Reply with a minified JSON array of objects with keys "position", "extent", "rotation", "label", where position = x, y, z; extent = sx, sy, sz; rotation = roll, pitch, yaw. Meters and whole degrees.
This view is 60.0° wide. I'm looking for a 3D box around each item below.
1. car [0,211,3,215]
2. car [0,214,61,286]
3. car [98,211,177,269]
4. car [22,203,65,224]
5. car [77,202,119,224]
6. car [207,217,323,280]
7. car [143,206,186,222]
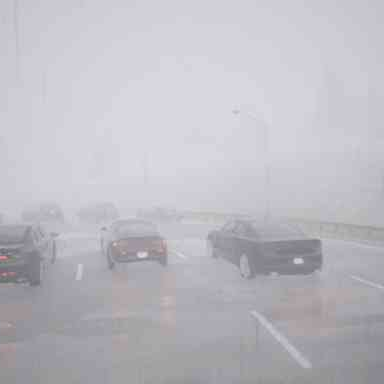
[{"position":[-16.759,1.878,26.834],"extent":[4.892,1.490,1.837],"rotation":[-1,-1,45],"label":"car"},{"position":[-5.061,1.626,9.474],"extent":[1.837,1.490,4.892],"rotation":[0,-1,-16],"label":"car"},{"position":[-2.116,1.619,11.577],"extent":[1.812,1.442,4.674],"rotation":[0,0,-18],"label":"car"},{"position":[-12.169,1.665,27.079],"extent":[2.097,1.767,4.553],"rotation":[-1,0,-43],"label":"car"},{"position":[-7.822,1.609,27.479],"extent":[2.097,1.767,4.553],"rotation":[-1,0,-40],"label":"car"},{"position":[1.912,1.510,10.290],"extent":[1.882,1.535,5.008],"rotation":[0,0,-14],"label":"car"},{"position":[-2.613,1.785,26.831],"extent":[1.895,1.301,4.718],"rotation":[0,0,-38],"label":"car"}]
